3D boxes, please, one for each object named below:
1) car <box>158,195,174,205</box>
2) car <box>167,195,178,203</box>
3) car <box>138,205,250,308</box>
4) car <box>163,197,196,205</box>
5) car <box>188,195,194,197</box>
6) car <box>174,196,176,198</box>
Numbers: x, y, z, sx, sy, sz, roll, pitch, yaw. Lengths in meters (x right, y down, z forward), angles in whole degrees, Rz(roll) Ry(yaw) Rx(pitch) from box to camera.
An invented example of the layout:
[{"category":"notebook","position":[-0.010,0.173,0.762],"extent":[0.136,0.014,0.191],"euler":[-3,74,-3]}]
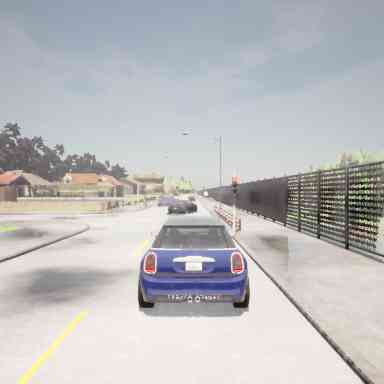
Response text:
[{"category":"car","position":[-4.182,1.526,50.933],"extent":[1.812,1.442,4.674],"euler":[0,0,0]},{"category":"car","position":[-4.133,1.478,70.964],"extent":[1.882,1.535,5.008],"euler":[0,0,0]},{"category":"car","position":[0.038,1.352,8.078],"extent":[2.097,1.767,4.553],"euler":[0,0,0]},{"category":"car","position":[-0.876,1.564,34.132],"extent":[1.994,1.385,4.181],"euler":[0,0,23]},{"category":"car","position":[-0.143,1.524,76.278],"extent":[1.812,1.442,4.674],"euler":[0,0,0]},{"category":"car","position":[-4.183,1.547,60.701],"extent":[2.033,1.411,5.357],"euler":[0,0,0]}]
